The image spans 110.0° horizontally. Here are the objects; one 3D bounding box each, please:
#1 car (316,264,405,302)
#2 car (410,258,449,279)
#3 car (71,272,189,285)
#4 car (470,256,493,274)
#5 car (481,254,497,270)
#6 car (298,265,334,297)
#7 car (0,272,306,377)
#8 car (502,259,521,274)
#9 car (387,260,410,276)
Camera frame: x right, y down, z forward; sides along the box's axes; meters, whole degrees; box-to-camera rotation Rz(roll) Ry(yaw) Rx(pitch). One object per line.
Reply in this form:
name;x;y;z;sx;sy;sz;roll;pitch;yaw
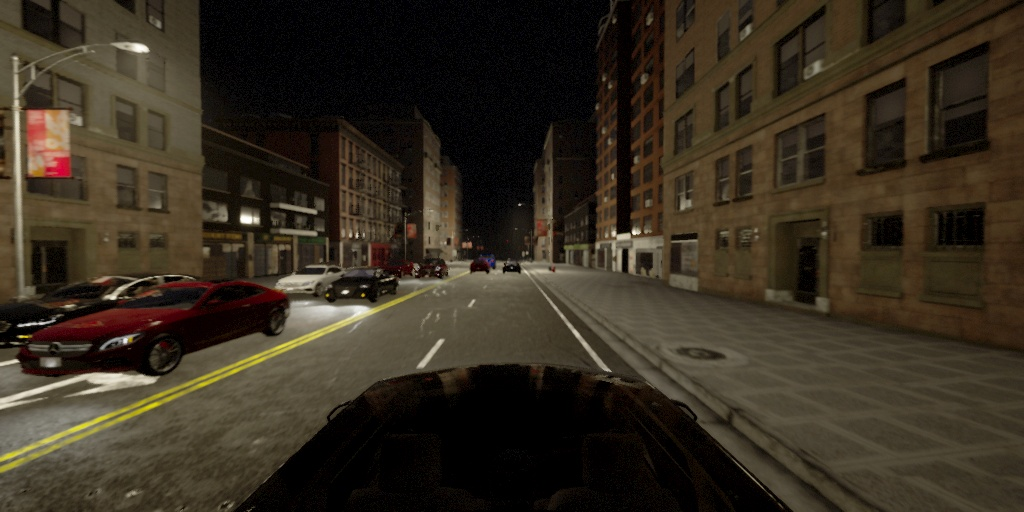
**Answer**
car;-6.600;1.234;16.197;1.994;1.385;4.181;0;0;0
car;-6.608;0.956;29.873;2.097;1.767;4.553;0;0;-1
car;-9.848;1.214;9.132;1.837;1.490;4.892;0;0;0
car;-3.275;1.050;37.357;1.882;1.535;5.008;0;0;0
car;-3.278;0.752;48.351;2.150;2.045;5.566;0;0;0
car;-9.854;1.185;18.264;1.812;1.442;4.674;0;0;0
car;-6.597;1.245;7.456;1.812;1.442;4.674;0;0;0
car;-0.024;1.135;37.776;1.994;1.385;4.181;0;0;0
car;-9.856;1.077;30.949;1.882;1.535;5.008;0;0;0
